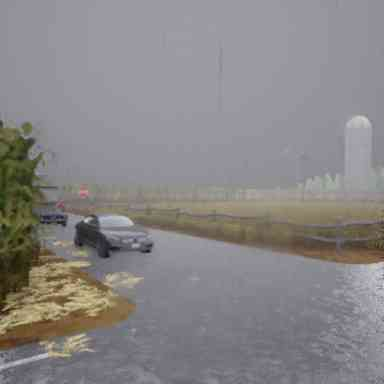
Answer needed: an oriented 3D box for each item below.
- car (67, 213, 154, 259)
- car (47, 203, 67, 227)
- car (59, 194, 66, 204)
[{"bbox_3d":[-3.236,1.568,13.145,1.812,1.442,4.674,1,-1,-35],"label":"car"},{"bbox_3d":[-9.886,1.637,22.533,1.895,1.301,4.718,1,0,-35],"label":"car"},{"bbox_3d":[-15.171,1.219,35.661,2.150,2.045,5.566,1,0,-36],"label":"car"}]
